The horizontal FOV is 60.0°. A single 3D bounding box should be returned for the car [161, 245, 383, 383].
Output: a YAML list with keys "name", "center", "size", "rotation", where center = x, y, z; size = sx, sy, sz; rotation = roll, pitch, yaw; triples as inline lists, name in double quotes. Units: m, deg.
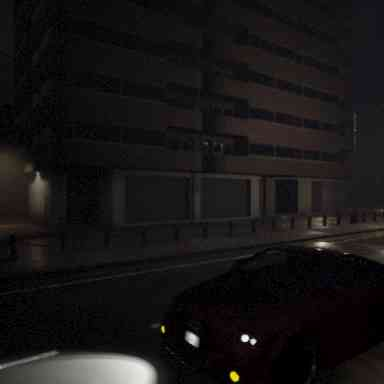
- name: "car"
  center: [1.634, 1.567, 5.104]
  size: [4.181, 1.385, 1.994]
  rotation: [0, 0, -35]
